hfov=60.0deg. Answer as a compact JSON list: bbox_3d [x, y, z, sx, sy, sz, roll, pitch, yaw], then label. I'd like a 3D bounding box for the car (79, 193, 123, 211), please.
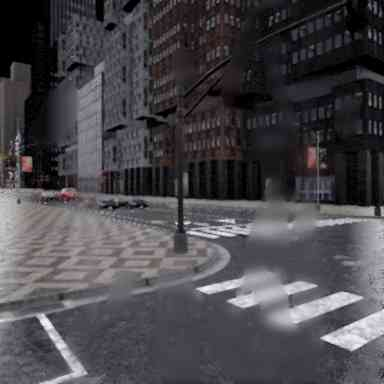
[{"bbox_3d":[-9.231,1.087,33.516,2.033,1.411,5.357,0,1,-36],"label":"car"}]

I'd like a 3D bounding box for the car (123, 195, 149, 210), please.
[{"bbox_3d":[-6.563,1.078,35.367,2.033,1.411,5.357,0,1,-36],"label":"car"}]

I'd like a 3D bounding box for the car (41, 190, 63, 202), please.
[{"bbox_3d":[-21.830,0.694,51.097,1.882,1.535,5.008,0,1,-36],"label":"car"}]

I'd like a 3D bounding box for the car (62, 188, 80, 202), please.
[{"bbox_3d":[-19.482,0.407,53.407,2.150,2.045,5.566,0,1,-36],"label":"car"}]
